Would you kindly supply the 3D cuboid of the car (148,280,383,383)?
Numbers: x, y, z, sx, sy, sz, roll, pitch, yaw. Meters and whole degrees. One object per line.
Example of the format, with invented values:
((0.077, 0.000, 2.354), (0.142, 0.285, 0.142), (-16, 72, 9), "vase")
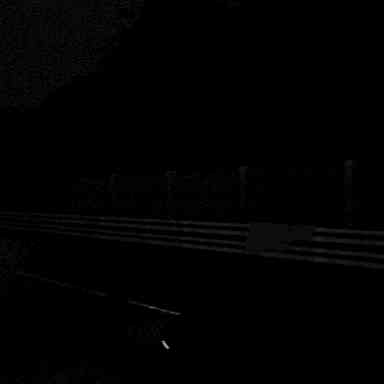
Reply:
((1.744, 1.526, 2.751), (4.674, 1.442, 1.812), (0, 0, 36), "car")
